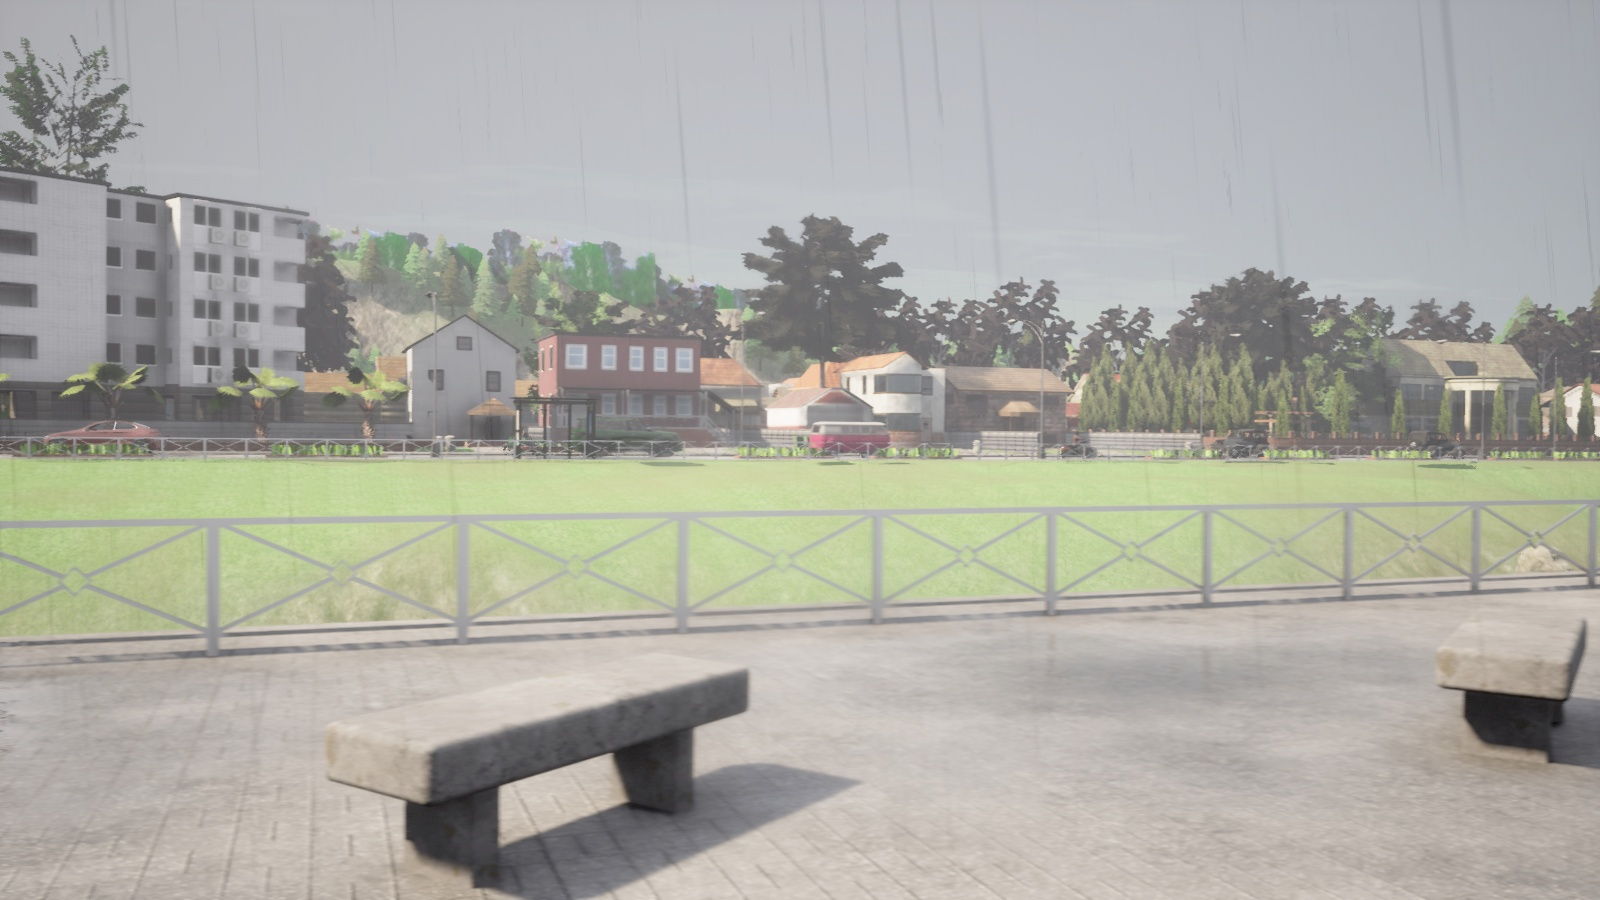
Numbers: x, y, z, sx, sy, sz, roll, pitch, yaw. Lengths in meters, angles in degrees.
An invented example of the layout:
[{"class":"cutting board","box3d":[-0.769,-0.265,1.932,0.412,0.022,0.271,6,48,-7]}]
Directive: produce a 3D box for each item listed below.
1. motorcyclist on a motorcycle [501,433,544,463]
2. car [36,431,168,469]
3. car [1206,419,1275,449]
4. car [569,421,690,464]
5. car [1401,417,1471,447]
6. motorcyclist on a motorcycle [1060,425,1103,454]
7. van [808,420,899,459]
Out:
[{"class":"motorcyclist on a motorcycle","box3d":[-14.214,-0.114,64.381,2.044,1.523,0.797,-1,1,-21]},{"class":"car","box3d":[-31.935,-0.016,57.655,5.027,1.651,2.152,-1,1,-21]},{"class":"car","box3d":[28.220,-1.021,80.478,3.866,1.878,1.905,-1,1,-21]},{"class":"car","box3d":[-8.467,-0.405,62.280,5.566,2.045,2.150,-1,1,-21]},{"class":"car","box3d":[41.070,-1.169,81.076,3.866,1.878,1.905,-1,1,-21]},{"class":"motorcyclist on a motorcycle","box3d":[16.078,-0.590,71.595,2.350,1.649,0.766,-1,1,-21]},{"class":"van","box3d":[2.848,-0.563,66.573,4.442,1.987,1.775,-1,1,-21]}]
